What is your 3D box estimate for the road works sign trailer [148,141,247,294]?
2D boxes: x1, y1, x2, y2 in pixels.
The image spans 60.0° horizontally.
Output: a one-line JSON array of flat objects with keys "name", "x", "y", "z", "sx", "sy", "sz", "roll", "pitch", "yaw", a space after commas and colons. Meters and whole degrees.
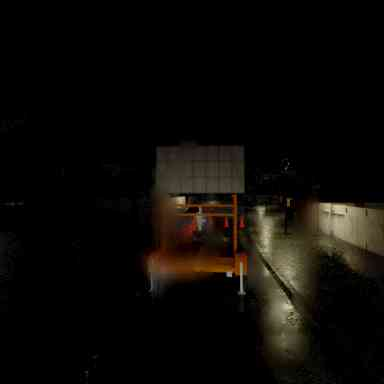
[{"name": "road works sign trailer", "x": 0.226, "y": 0.470, "z": 8.834, "sx": 2.380, "sy": 3.560, "sz": 2.880, "roll": 0, "pitch": 0, "yaw": 5}]

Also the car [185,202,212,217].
[{"name": "car", "x": 0.677, "y": 1.655, "z": 32.155, "sx": 1.895, "sy": 1.301, "sz": 4.718, "roll": 0, "pitch": 0, "yaw": 11}]
